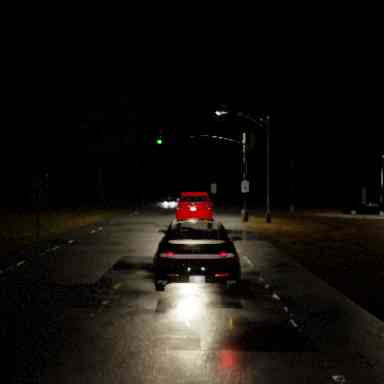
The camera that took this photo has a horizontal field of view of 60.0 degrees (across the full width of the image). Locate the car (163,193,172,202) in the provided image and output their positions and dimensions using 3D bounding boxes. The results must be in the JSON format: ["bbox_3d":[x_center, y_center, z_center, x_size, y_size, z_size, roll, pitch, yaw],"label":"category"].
[{"bbox_3d":[-3.567,0.867,54.748,2.128,1.511,4.902,0,1,0],"label":"car"}]

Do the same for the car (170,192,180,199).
[{"bbox_3d":[-3.496,0.747,69.565,1.994,1.385,4.181,0,1,0],"label":"car"}]

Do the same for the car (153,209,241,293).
[{"bbox_3d":[0.101,1.434,8.725,2.128,1.511,4.902,0,0,0],"label":"car"}]

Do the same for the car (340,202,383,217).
[{"bbox_3d":[19.235,1.881,37.190,5.008,1.535,1.882,1,0,0],"label":"car"}]

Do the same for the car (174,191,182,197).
[{"bbox_3d":[-3.495,0.565,84.016,1.994,1.385,4.181,0,1,0],"label":"car"}]

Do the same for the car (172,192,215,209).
[{"bbox_3d":[0.262,1.043,21.482,2.150,2.045,5.566,0,1,4],"label":"car"}]
